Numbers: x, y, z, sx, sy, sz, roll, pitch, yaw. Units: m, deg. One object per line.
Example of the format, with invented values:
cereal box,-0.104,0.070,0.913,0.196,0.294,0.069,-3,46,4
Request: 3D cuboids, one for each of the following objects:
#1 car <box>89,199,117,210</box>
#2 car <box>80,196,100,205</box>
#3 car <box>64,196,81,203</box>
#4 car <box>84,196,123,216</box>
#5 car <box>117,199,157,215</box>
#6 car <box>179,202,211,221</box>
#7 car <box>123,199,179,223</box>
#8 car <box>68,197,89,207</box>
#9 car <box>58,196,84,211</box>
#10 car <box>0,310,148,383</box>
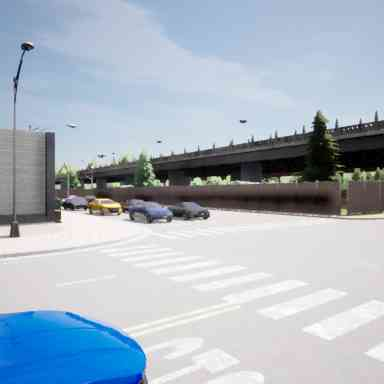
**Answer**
car,-11.473,1.545,42.628,1.895,1.301,4.718,0,0,-35
car,-17.819,1.422,57.832,1.882,1.535,5.008,0,0,-36
car,-23.745,1.469,65.951,1.812,1.442,4.674,0,0,-36
car,-8.571,1.422,32.520,1.882,1.535,5.008,0,0,-36
car,-5.892,1.492,34.802,2.033,1.411,5.357,0,0,-35
car,-0.349,1.508,27.037,1.994,1.385,4.181,0,0,-36
car,-3.204,1.470,25.015,1.812,1.442,4.674,0,0,-36
car,-17.435,1.470,51.074,1.812,1.442,4.674,0,0,-35
car,-14.267,1.492,40.499,2.033,1.411,5.357,0,0,-35
car,-2.624,1.478,1.902,5.008,1.535,1.882,0,0,-36
